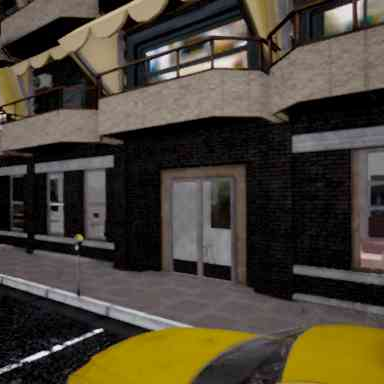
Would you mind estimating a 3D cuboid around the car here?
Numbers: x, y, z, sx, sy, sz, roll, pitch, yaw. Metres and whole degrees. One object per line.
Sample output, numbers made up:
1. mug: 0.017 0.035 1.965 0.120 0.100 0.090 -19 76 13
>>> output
1. car: 1.036 1.529 2.135 4.829 1.417 1.752 -1 0 36
